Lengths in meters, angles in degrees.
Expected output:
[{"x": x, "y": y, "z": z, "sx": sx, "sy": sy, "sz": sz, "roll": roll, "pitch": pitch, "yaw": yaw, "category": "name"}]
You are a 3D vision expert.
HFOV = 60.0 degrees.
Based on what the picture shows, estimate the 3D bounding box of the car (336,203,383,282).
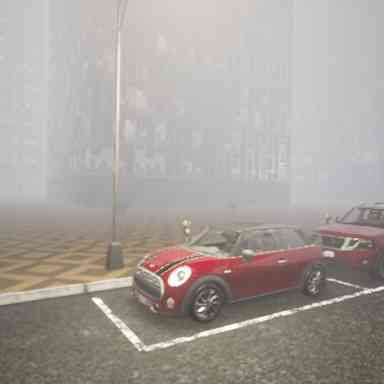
[{"x": 5.671, "y": 1.283, "z": 9.833, "sx": 5.009, "sy": 1.841, "sz": 2.192, "roll": 0, "pitch": 1, "yaw": -31, "category": "car"}]

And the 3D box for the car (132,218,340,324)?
[{"x": 0.845, "y": 1.377, "z": 6.901, "sx": 4.097, "sy": 1.590, "sz": 1.967, "roll": 0, "pitch": 1, "yaw": -31, "category": "car"}]
